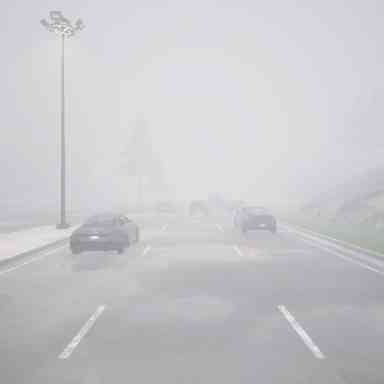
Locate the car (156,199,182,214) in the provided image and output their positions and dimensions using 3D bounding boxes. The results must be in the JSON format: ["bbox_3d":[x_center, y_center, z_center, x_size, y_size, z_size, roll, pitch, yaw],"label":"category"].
[{"bbox_3d":[-2.410,1.477,35.696,1.882,1.535,5.008,0,0,10],"label":"car"}]

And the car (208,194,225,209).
[{"bbox_3d":[3.396,1.221,44.424,2.150,2.045,5.566,0,0,16],"label":"car"}]

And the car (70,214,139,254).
[{"bbox_3d":[-3.400,1.564,13.591,1.994,1.385,4.181,0,0,0],"label":"car"}]

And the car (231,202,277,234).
[{"bbox_3d":[3.603,1.525,19.256,1.812,1.442,4.674,0,0,0],"label":"car"}]

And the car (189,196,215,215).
[{"bbox_3d":[0.916,1.505,34.247,1.837,1.490,4.892,0,0,9],"label":"car"}]

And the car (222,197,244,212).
[{"bbox_3d":[5.189,1.547,38.120,2.033,1.411,5.357,0,0,15],"label":"car"}]
